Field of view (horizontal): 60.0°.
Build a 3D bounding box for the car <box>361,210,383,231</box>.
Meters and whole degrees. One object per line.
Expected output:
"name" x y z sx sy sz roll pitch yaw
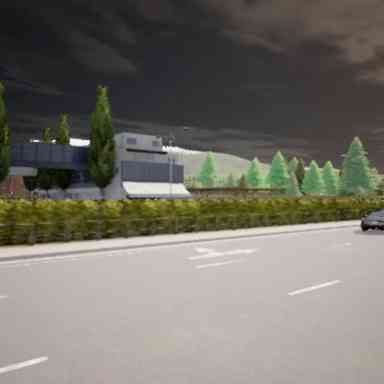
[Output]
"car" 12.756 1.845 21.493 4.181 1.385 1.994 1 -1 -36
